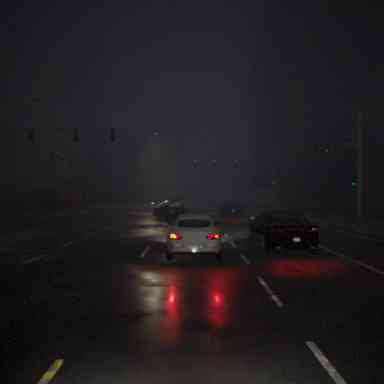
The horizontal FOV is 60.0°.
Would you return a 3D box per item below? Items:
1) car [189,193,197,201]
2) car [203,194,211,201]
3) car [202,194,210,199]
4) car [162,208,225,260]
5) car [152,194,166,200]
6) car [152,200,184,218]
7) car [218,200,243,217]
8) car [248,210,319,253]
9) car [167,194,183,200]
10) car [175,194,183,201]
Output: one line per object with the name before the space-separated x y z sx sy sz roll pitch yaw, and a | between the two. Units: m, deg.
car | 0.296 1.478 83.237 1.895 1.301 4.718 0 0 1
car | 3.795 1.361 83.152 1.882 1.535 5.008 0 0 1
car | 3.956 1.328 93.383 2.033 1.411 5.357 0 0 1
car | 0.059 1.510 12.278 1.812 1.442 4.674 0 0 0
car | -6.948 1.386 67.818 1.882 1.535 5.008 0 0 1
car | -1.765 1.564 27.193 1.895 1.301 4.718 0 0 -20
car | 3.476 1.436 30.511 1.882 1.535 5.008 0 0 0
car | 3.563 1.459 13.732 1.882 1.535 5.008 0 0 0
car | -3.450 1.386 67.829 1.882 1.535 5.008 0 0 1
car | -3.202 1.346 83.401 1.837 1.490 4.892 0 0 1
